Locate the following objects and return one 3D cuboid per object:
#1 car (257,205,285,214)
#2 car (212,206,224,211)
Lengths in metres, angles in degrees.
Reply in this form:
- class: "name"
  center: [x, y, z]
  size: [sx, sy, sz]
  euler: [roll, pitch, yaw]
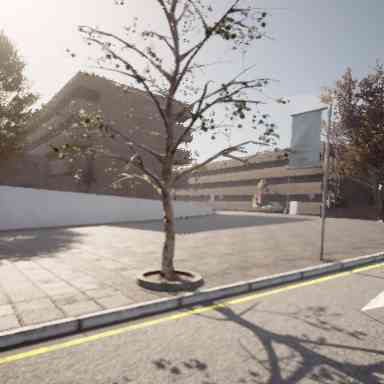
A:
- class: "car"
  center: [11.614, 2.649, 48.374]
  size: [2.033, 1.411, 5.357]
  euler: [5, -4, -24]
- class: "car"
  center: [4.368, 3.415, 64.041]
  size: [2.128, 1.511, 4.902]
  euler: [6, -6, -25]
